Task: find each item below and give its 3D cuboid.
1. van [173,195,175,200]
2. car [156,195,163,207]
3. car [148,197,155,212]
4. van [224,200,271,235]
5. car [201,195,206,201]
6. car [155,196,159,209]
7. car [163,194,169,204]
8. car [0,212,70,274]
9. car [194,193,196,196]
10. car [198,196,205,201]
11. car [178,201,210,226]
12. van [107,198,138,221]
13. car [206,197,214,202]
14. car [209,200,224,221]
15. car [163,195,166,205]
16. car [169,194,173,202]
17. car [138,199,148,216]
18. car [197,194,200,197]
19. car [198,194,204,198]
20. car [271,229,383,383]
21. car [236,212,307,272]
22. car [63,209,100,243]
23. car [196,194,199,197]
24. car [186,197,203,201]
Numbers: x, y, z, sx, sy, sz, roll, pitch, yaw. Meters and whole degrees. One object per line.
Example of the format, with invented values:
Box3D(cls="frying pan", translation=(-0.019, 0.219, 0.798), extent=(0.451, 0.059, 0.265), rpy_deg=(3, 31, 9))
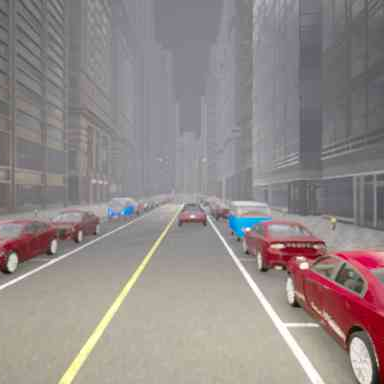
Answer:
Box3D(cls="van", translation=(-5.950, 1.483, 83.480), extent=(1.690, 1.788, 3.998), rpy_deg=(0, 0, 0))
Box3D(cls="car", translation=(-5.873, 1.521, 49.870), extent=(1.967, 1.590, 4.097), rpy_deg=(0, 0, 0))
Box3D(cls="car", translation=(-5.847, 1.504, 38.667), extent=(1.967, 1.590, 4.097), rpy_deg=(0, 0, 0))
Box3D(cls="van", translation=(2.731, 1.365, 16.288), extent=(1.690, 1.788, 3.998), rpy_deg=(0, 0, 0))
Box3D(cls="car", translation=(2.652, 1.621, 49.901), extent=(1.887, 1.381, 4.507), rpy_deg=(0, 0, 0))
Box3D(cls="car", translation=(-5.860, 1.638, 44.268), extent=(1.947, 1.339, 4.313), rpy_deg=(0, 0, 0))
Box3D(cls="car", translation=(-5.898, 1.415, 61.074), extent=(2.192, 1.841, 5.009), rpy_deg=(0, 0, 0))
Box3D(cls="car", translation=(-5.782, 1.565, 10.657), extent=(1.887, 1.381, 4.507), rpy_deg=(0, 0, 0))
Box3D(cls="car", translation=(2.548, 1.476, 94.718), extent=(2.192, 1.841, 5.009), rpy_deg=(0, 0, 0))
Box3D(cls="car", translation=(2.561, 1.731, 89.115), extent=(1.802, 1.307, 4.206), rpy_deg=(0, 0, 0))
Box3D(cls="car", translation=(0.044, 1.601, 24.112), extent=(1.994, 1.385, 4.181), rpy_deg=(0, 0, 0))
Box3D(cls="van", translation=(-5.820, 1.387, 27.464), extent=(1.690, 1.788, 3.998), rpy_deg=(0, 0, 0))
Box3D(cls="car", translation=(2.692, 1.490, 33.095), extent=(1.967, 1.590, 4.097), rpy_deg=(0, 0, 0))
Box3D(cls="car", translation=(2.704, 1.586, 27.493), extent=(1.887, 1.381, 4.507), rpy_deg=(0, 0, 0))
Box3D(cls="car", translation=(-5.886, 1.656, 55.471), extent=(1.947, 1.339, 4.313), rpy_deg=(0, 0, 0))
Box3D(cls="car", translation=(-5.924, 1.435, 72.277), extent=(2.192, 1.841, 5.009), rpy_deg=(0, 0, 0))
Box3D(cls="car", translation=(-5.834, 1.637, 33.065), extent=(1.802, 1.307, 4.206), rpy_deg=(0, 0, 0))
Box3D(cls="car", translation=(2.600, 1.680, 72.309), extent=(1.947, 1.339, 4.313), rpy_deg=(0, 0, 0))
Box3D(cls="car", translation=(2.613, 1.670, 66.708), extent=(1.947, 1.339, 4.313), rpy_deg=(0, 0, 0))
Box3D(cls="car", translation=(2.756, 1.551, 5.084), extent=(1.887, 1.381, 4.507), rpy_deg=(0, 0, 0))
Box3D(cls="car", translation=(2.743, 1.560, 10.686), extent=(1.887, 1.381, 4.507), rpy_deg=(0, 0, 0))
Box3D(cls="car", translation=(-5.795, 1.573, 16.260), extent=(1.887, 1.381, 4.507), rpy_deg=(0, 0, 0))
Box3D(cls="car", translation=(2.587, 1.676, 77.911), extent=(2.008, 1.369, 4.403), rpy_deg=(0, 0, 0))
Box3D(cls="car", translation=(0.003, 1.666, 41.912), extent=(1.895, 1.301, 4.718), rpy_deg=(0, 0, 0))
